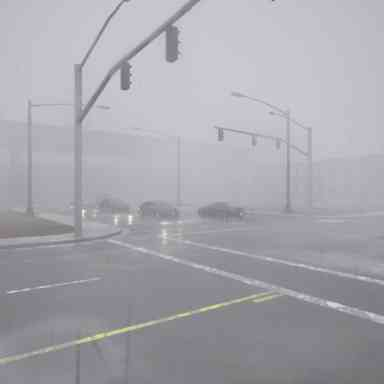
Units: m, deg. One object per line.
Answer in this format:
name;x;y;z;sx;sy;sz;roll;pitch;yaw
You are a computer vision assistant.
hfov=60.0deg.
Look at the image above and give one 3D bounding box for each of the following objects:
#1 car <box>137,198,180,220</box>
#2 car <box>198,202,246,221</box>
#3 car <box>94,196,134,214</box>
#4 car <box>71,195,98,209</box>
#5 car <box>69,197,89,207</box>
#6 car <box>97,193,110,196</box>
car;-2.903;1.505;28.414;1.837;1.490;4.892;0;0;-36
car;2.411;1.526;27.436;1.812;1.442;4.674;0;0;-36
car;-8.481;1.478;35.987;1.882;1.535;5.008;0;0;-36
car;-14.279;1.526;44.276;1.812;1.442;4.674;0;0;-32
car;-18.322;1.547;54.154;2.033;1.411;5.357;0;0;-8
car;-15.064;1.223;57.025;2.150;2.045;5.566;0;0;-4
